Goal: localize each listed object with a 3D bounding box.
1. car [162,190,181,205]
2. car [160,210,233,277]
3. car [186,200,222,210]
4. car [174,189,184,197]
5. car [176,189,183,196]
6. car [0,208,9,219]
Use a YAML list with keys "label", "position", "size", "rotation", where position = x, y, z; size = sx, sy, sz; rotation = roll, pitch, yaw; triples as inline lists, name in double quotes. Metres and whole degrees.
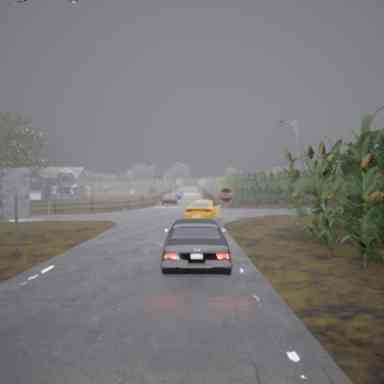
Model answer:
- label: "car"
  position: [-2.870, 0.899, 44.058]
  size: [1.882, 1.535, 5.008]
  rotation: [0, 1, 1]
- label: "car"
  position: [0.095, 1.498, 10.105]
  size: [2.033, 1.411, 5.357]
  rotation: [0, 0, 0]
- label: "car"
  position: [0.873, 1.270, 22.616]
  size: [1.882, 1.535, 5.008]
  rotation: [0, 1, 12]
- label: "car"
  position: [-2.742, 0.137, 70.275]
  size: [2.033, 1.411, 5.357]
  rotation: [0, 2, 0]
- label: "car"
  position: [-2.806, 0.551, 56.879]
  size: [1.882, 1.535, 5.008]
  rotation: [0, 2, 0]
- label: "car"
  position: [-17.677, 1.759, 28.607]
  size: [4.181, 1.385, 1.994]
  rotation: [-1, 1, 0]
